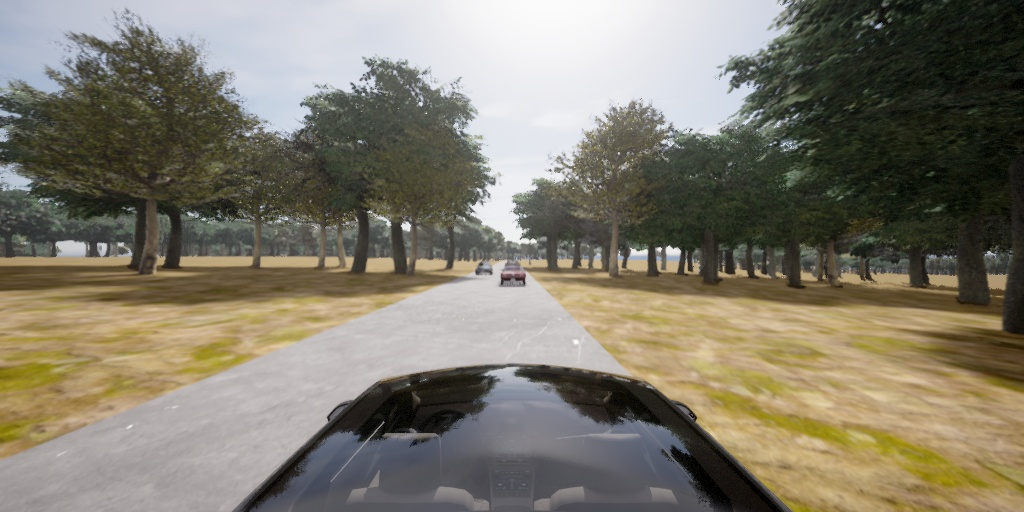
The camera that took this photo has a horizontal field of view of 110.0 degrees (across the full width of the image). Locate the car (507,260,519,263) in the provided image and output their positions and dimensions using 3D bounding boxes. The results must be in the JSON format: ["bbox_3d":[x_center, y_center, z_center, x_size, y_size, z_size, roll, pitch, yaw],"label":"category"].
[{"bbox_3d":[0.082,1.234,45.572,2.097,1.767,4.553,0,0,0],"label":"car"}]

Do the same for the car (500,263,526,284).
[{"bbox_3d":[0.089,1.419,27.726,1.895,1.301,4.718,0,0,0],"label":"car"}]

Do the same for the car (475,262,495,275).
[{"bbox_3d":[-3.104,1.389,40.660,1.812,1.442,4.674,0,0,0],"label":"car"}]
